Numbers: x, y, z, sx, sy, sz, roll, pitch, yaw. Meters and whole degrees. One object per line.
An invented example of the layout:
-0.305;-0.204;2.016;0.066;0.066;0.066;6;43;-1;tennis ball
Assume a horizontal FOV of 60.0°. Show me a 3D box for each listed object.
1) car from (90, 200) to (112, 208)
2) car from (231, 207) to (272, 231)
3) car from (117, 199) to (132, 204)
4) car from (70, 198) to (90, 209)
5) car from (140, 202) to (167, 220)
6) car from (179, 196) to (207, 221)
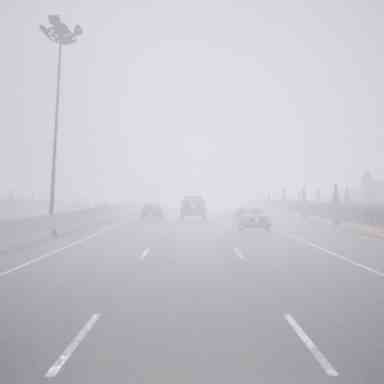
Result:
-14.005;1.953;52.524;1.994;1.385;4.181;0;-3;0;car
3.600;1.623;20.913;2.033;1.411;5.357;0;0;0;car
-10.505;1.878;52.445;2.128;1.511;4.902;0;-3;0;car
-17.508;1.725;52.255;2.097;1.767;4.553;0;-2;0;car
-3.400;1.611;29.333;1.837;1.490;4.892;0;0;0;car
0.100;1.325;28.588;2.150;2.045;5.566;0;0;0;car
